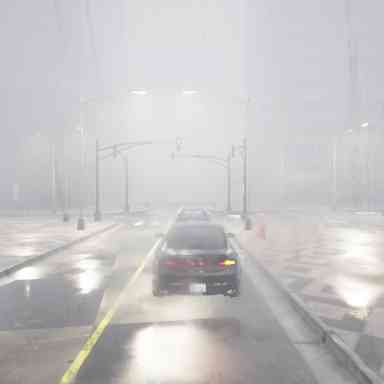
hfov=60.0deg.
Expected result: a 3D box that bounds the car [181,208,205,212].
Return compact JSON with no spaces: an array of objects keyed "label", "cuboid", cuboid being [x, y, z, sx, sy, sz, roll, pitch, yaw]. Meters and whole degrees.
[{"label":"car","cuboid":[0.060,1.556,17.897,1.994,1.385,4.181,0,0,1]}]

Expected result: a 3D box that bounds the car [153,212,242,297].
[{"label":"car","cuboid":[0.098,1.503,8.530,1.837,1.490,4.892,0,0,0]}]
